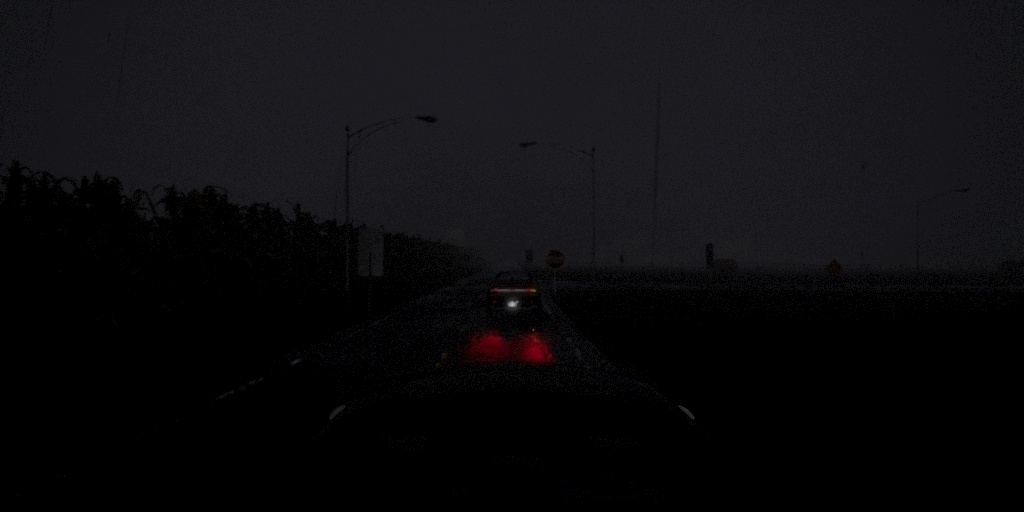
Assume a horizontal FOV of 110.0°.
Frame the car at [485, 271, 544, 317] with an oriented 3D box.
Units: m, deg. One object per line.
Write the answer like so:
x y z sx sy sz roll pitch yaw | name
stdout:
0.140 1.296 13.469 2.128 1.511 4.902 0 0 3 | car

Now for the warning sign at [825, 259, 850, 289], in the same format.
20.458 1.103 22.710 1.060 1.860 1.300 0 0 1 | warning sign
